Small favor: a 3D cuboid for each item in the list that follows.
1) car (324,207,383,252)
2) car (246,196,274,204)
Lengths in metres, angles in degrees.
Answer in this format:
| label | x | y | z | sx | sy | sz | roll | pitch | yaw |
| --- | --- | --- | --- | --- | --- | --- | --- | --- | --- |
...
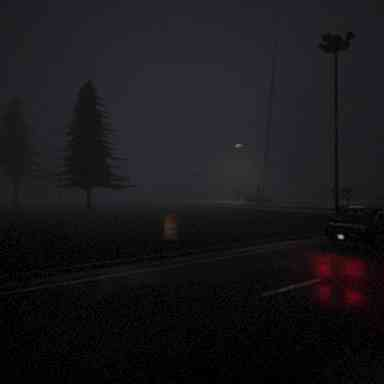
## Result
| label | x | y | z | sx | sy | sz | roll | pitch | yaw |
| --- | --- | --- | --- | --- | --- | --- | --- | --- | --- |
| car | 7.313 | 1.369 | 13.309 | 4.902 | 1.511 | 2.128 | -1 | 0 | -35 |
| car | 11.166 | 1.234 | 54.575 | 1.895 | 1.301 | 4.718 | -1 | 0 | -34 |
